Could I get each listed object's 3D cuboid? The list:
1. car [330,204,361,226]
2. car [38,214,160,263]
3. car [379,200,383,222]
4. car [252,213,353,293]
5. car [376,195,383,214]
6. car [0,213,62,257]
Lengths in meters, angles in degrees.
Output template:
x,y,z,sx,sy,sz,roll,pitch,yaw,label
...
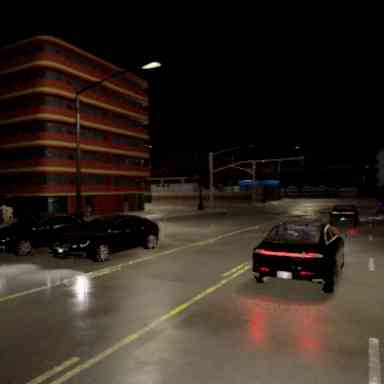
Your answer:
x,y,z,sx,sy,sz,roll,pitch,yaw,label
11.429,1.651,24.873,2.128,1.511,4.902,-1,-1,28,car
-3.113,1.662,12.877,1.837,1.490,4.892,-1,-1,28,car
16.336,1.632,26.645,1.837,1.490,4.892,-1,0,28,car
3.108,1.563,9.240,2.128,1.511,4.902,-1,-1,28,car
21.913,1.318,37.069,2.150,2.045,5.566,-1,0,29,car
-6.389,1.701,14.172,1.837,1.490,4.892,-1,-1,28,car
